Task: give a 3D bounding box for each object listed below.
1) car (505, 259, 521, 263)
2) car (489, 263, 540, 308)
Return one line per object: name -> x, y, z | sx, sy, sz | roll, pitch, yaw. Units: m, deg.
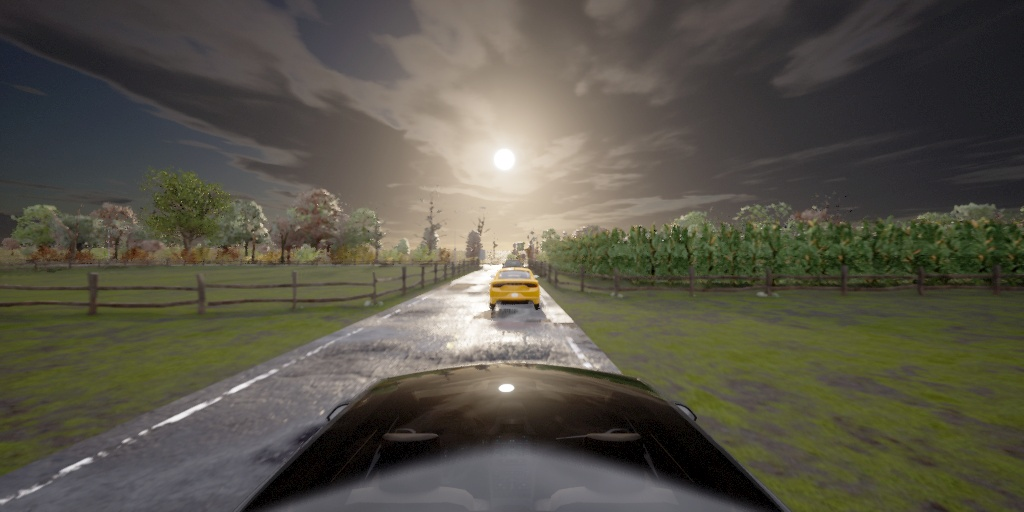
car -> 0.094, 1.088, 34.284 | 2.097, 1.767, 4.553 | 0, 0, 0
car -> 0.098, 1.223, 15.097 | 1.882, 1.535, 5.008 | 0, 0, 0
